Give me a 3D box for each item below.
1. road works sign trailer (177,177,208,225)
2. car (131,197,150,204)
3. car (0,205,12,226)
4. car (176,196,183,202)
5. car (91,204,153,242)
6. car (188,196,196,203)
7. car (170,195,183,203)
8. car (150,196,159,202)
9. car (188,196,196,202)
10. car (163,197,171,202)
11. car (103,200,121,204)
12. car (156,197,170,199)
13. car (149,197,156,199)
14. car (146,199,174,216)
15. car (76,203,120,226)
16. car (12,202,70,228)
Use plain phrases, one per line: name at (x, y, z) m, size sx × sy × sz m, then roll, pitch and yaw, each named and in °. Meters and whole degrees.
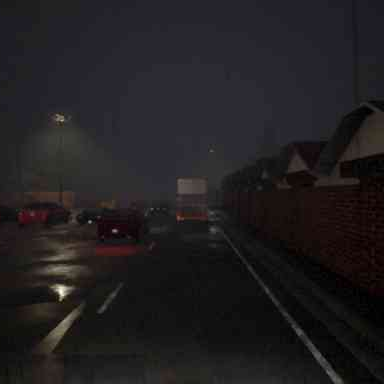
road works sign trailer at (0.005, 0.617, 25.665) m, size 2.380 × 3.560 × 2.880 m, roll 0°, pitch 0°, yaw 0°
car at (-6.904, 1.780, 42.686) m, size 1.812 × 1.442 × 4.674 m, roll 0°, pitch 0°, yaw 0°
car at (-14.367, 1.673, 24.456) m, size 1.812 × 1.442 × 4.674 m, roll 0°, pitch 0°, yaw -6°
car at (-3.481, 1.952, 92.853) m, size 1.994 × 1.385 × 4.181 m, roll 0°, pitch 0°, yaw 0°
car at (-3.397, 1.580, 17.132) m, size 1.882 × 1.535 × 5.008 m, roll 0°, pitch 0°, yaw 0°
car at (0.017, 1.979, 82.433) m, size 1.837 × 1.490 × 4.892 m, roll 0°, pitch 0°, yaw 0°
car at (-3.483, 1.704, 82.465) m, size 2.150 × 2.045 × 5.566 m, roll 0°, pitch 0°, yaw 0°
car at (-10.481, 1.953, 92.854) m, size 1.994 × 1.385 × 4.181 m, roll 0°, pitch 0°, yaw 0°
car at (0.019, 1.939, 92.852) m, size 2.033 × 1.411 × 5.357 m, roll 0°, pitch 0°, yaw 0°
car at (-6.981, 1.995, 92.883) m, size 1.895 × 1.301 × 4.718 m, roll 0°, pitch 0°, yaw 0°
car at (-10.390, 1.734, 42.982) m, size 1.882 × 1.535 × 5.008 m, roll 0°, pitch 0°, yaw 0°
car at (-6.983, 2.019, 82.434) m, size 2.033 × 1.411 × 5.357 m, roll 0°, pitch 0°, yaw 0°
car at (-10.483, 2.019, 82.433) m, size 2.033 × 1.411 × 5.357 m, roll 0°, pitch 0°, yaw 0°
car at (-3.393, 1.762, 36.062) m, size 2.033 × 1.411 × 5.357 m, roll 0°, pitch 0°, yaw 0°
car at (-6.895, 1.749, 24.698) m, size 1.895 × 1.301 × 4.718 m, roll 0°, pitch 0°, yaw 0°
car at (-10.395, 1.494, 23.767) m, size 2.097 × 1.767 × 4.553 m, roll 0°, pitch 0°, yaw 0°
